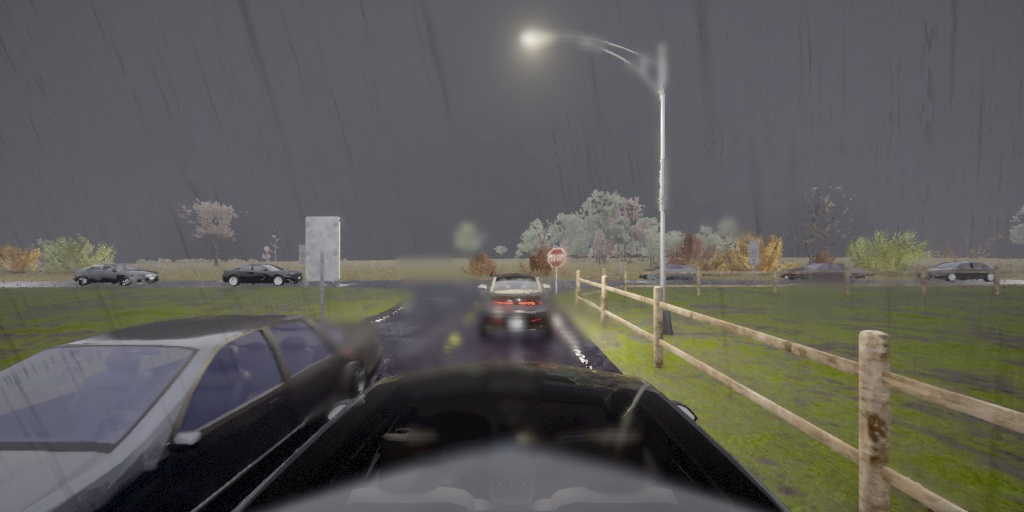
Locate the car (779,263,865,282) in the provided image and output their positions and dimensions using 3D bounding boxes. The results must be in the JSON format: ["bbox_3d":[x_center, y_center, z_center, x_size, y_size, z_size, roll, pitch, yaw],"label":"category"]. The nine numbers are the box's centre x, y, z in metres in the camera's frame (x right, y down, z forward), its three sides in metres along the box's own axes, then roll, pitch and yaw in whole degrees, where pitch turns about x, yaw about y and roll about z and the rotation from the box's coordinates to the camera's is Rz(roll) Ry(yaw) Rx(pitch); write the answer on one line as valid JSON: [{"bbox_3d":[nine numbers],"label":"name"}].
[{"bbox_3d":[23.875,1.237,27.685,5.357,1.411,2.033,0,0,1],"label":"car"}]

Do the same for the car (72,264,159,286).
[{"bbox_3d":[-27.742,1.316,25.219,4.902,1.511,2.128,0,0,1],"label":"car"}]

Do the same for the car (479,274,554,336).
[{"bbox_3d":[0.113,1.255,10.359,1.837,1.490,4.892,0,0,0],"label":"car"}]

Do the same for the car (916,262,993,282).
[{"bbox_3d":[34.213,1.180,27.581,4.892,1.490,1.837,0,0,1],"label":"car"}]

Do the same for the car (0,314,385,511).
[{"bbox_3d":[-2.826,1.297,3.104,2.033,1.411,5.357,0,0,0],"label":"car"}]

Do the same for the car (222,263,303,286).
[{"bbox_3d":[-17.366,1.271,25.117,5.008,1.535,1.882,0,0,1],"label":"car"}]

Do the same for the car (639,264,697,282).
[{"bbox_3d":[12.064,1.279,27.718,4.181,1.385,1.994,0,0,-1],"label":"car"}]
